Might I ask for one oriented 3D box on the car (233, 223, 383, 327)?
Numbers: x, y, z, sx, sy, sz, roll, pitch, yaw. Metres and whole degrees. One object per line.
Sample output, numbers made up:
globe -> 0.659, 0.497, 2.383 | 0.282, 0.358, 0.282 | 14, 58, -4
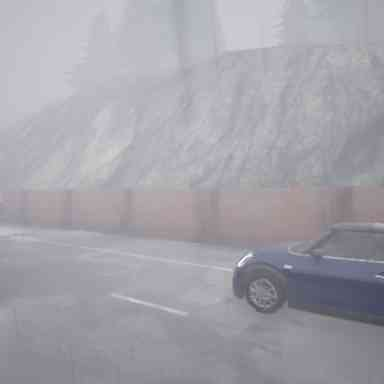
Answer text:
car -> 3.036, 1.348, 6.125 | 4.553, 1.767, 2.097 | 0, 0, 36
